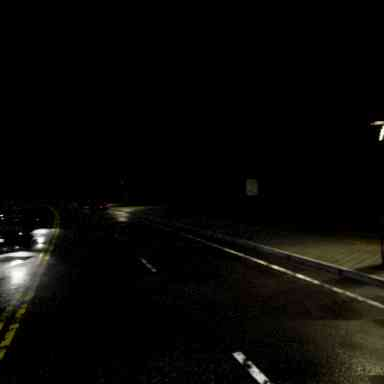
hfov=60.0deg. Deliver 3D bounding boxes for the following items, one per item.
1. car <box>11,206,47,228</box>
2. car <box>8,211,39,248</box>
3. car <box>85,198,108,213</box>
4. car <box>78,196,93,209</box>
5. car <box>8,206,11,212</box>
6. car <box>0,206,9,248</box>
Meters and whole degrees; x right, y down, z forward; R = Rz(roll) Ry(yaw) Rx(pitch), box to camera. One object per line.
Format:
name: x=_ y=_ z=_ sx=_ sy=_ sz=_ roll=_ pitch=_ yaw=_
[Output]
car: x=-12.156 y=1.884 z=25.243 sx=1.837 sy=1.490 sz=4.892 roll=-2 pitch=0 yaw=-21
car: x=-8.537 y=1.837 z=15.533 sx=1.994 sy=1.385 sz=4.181 roll=-2 pitch=0 yaw=-21
car: x=-12.005 y=1.882 z=42.667 sx=2.033 sy=1.411 sz=5.357 roll=-2 pitch=0 yaw=-23
car: x=-17.768 y=1.722 z=55.736 sx=2.150 sy=2.045 sz=5.566 roll=-2 pitch=0 yaw=-25
car: x=-17.943 y=2.073 z=31.212 sx=1.837 sy=1.490 sz=4.892 roll=-2 pitch=0 yaw=-19
car: x=-5.441 y=1.404 z=6.644 sx=2.150 sy=2.045 sz=5.566 roll=-2 pitch=0 yaw=-21
